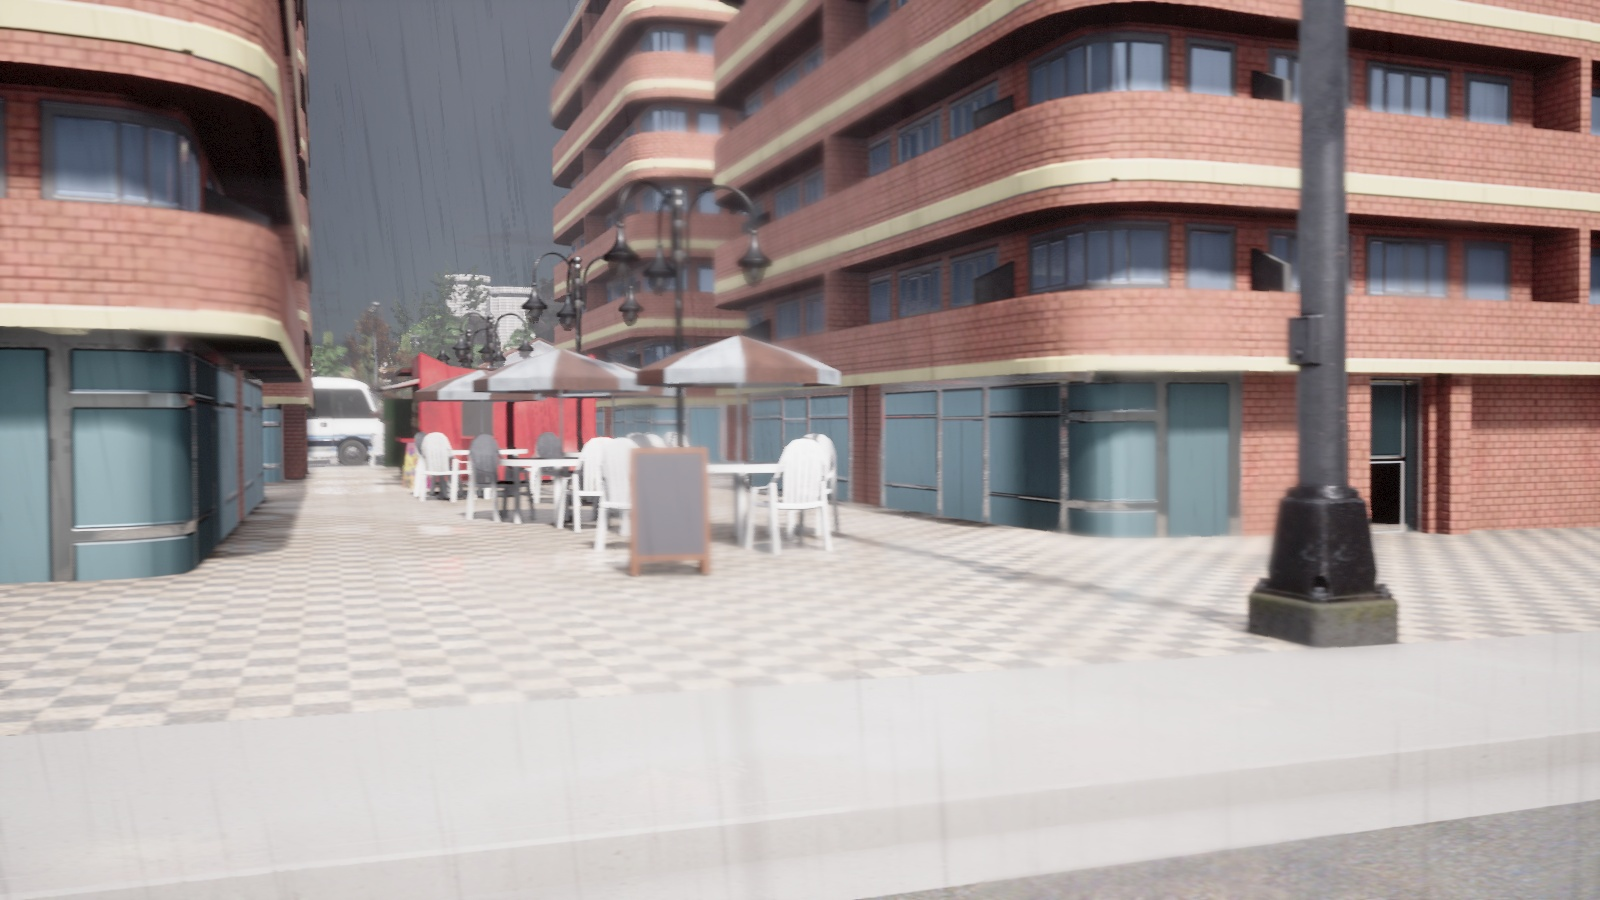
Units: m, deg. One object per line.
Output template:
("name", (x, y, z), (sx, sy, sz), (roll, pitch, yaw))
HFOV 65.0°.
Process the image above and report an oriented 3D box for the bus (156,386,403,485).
("bus", (-24.259, -0.755, 59.101), (10.273, 4.253, 3.944), (-2, 1, -21))
